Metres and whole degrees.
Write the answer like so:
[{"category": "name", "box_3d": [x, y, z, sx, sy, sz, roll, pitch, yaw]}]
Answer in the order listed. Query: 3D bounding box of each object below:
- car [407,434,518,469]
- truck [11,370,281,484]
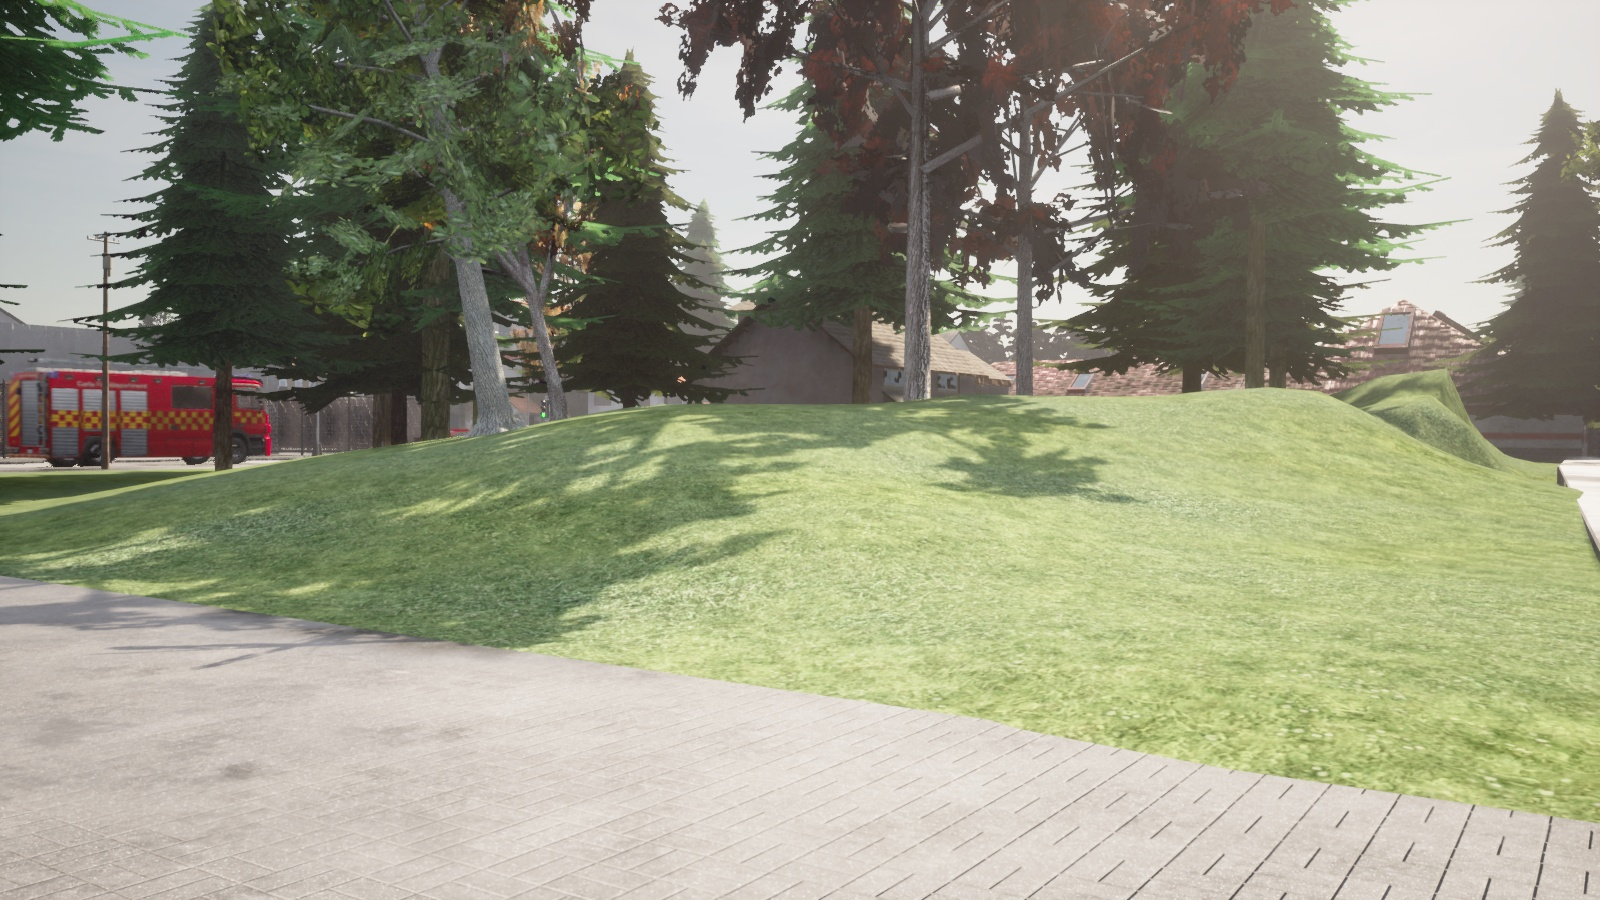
[{"category": "car", "box_3d": [-15.725, 0.048, 58.824, 1.882, 1.535, 5.008, 0, 1, 34]}, {"category": "truck", "box_3d": [-23.901, -0.851, 46.492, 2.891, 3.827, 8.468, 0, 1, 34]}]
